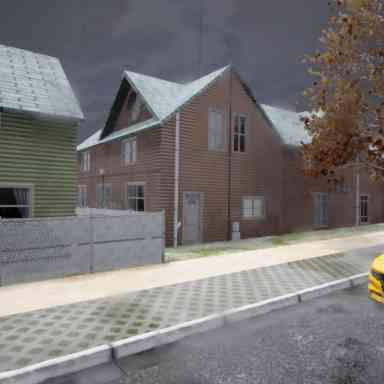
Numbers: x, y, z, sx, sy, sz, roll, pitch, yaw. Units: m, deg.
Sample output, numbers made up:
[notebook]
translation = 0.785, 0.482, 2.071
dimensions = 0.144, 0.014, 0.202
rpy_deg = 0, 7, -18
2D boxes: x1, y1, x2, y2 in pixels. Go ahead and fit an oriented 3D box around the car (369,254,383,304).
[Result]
[car]
translation = 5.677, 1.482, 7.018
dimensions = 5.008, 1.535, 1.882
rpy_deg = 0, 0, -36
